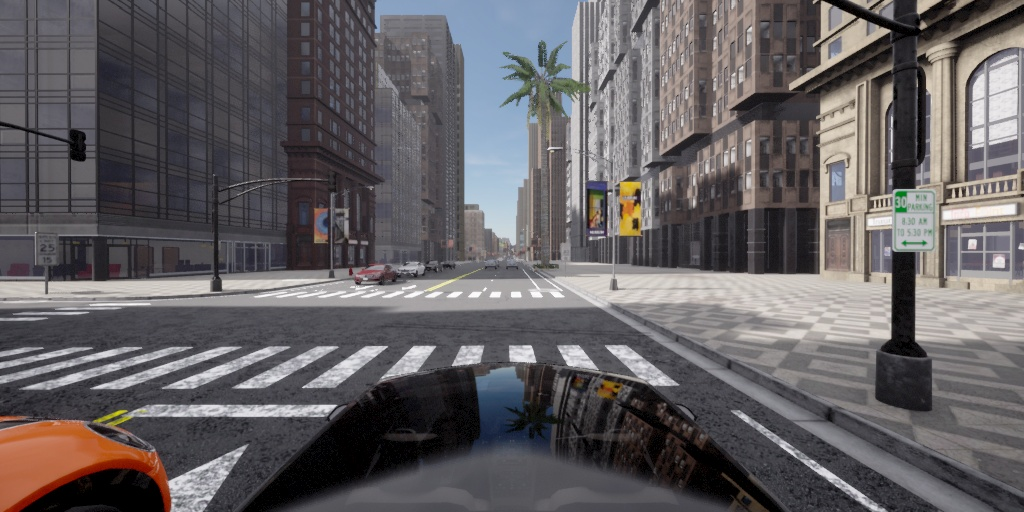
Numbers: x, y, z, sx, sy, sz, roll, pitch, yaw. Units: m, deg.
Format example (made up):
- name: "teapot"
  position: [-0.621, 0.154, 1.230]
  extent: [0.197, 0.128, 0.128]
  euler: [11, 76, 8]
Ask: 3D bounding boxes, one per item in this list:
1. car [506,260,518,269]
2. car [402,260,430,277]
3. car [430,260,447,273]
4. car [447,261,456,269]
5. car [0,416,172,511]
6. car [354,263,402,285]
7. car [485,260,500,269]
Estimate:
- name: "car"
  position: [0.013, 1.334, 55.768]
  extent: [2.033, 1.411, 5.357]
  euler: [0, 0, 0]
- name: "car"
  position: [-9.840, 1.286, 35.300]
  extent: [1.812, 1.442, 4.674]
  euler: [0, 0, 0]
- name: "car"
  position: [-9.837, 1.274, 44.557]
  extent: [1.837, 1.490, 4.892]
  euler: [0, 0, 0]
- name: "car"
  position: [-9.792, 1.386, 54.857]
  extent: [1.895, 1.301, 4.718]
  euler: [0, 0, 0]
- name: "car"
  position: [-3.150, 1.102, 0.290]
  extent: [2.097, 1.767, 4.553]
  euler: [0, 0, 0]
- name: "car"
  position: [-9.846, 1.281, 26.308]
  extent: [1.812, 1.442, 4.674]
  euler: [0, 0, -1]
- name: "car"
  position: [-3.237, 1.334, 55.769]
  extent: [2.033, 1.411, 5.357]
  euler: [0, 0, 0]
